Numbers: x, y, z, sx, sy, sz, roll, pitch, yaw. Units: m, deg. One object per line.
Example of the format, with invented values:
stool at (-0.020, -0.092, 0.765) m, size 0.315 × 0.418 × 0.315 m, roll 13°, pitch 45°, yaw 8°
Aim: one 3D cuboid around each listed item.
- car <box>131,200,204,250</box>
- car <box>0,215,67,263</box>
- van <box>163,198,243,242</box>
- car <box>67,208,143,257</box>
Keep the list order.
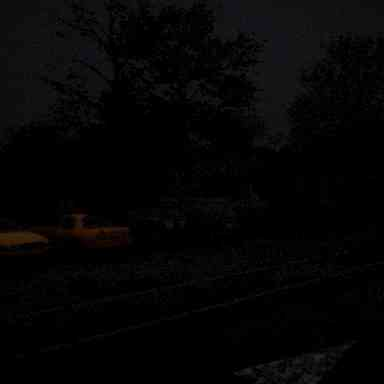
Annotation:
car at (-2.115, 1.393, 14.727) m, size 4.553 × 1.767 × 2.185 m, roll -1°, pitch -1°, yaw 34°
car at (-6.768, 1.495, 11.152) m, size 5.366 × 1.575 × 1.946 m, roll -1°, pitch -1°, yaw 34°
van at (0.331, 1.300, 16.455) m, size 4.442 × 1.987 × 1.878 m, roll -1°, pitch -1°, yaw 33°
car at (-4.681, 1.509, 13.095) m, size 5.366 × 1.575 × 1.946 m, roll -1°, pitch -1°, yaw 34°
